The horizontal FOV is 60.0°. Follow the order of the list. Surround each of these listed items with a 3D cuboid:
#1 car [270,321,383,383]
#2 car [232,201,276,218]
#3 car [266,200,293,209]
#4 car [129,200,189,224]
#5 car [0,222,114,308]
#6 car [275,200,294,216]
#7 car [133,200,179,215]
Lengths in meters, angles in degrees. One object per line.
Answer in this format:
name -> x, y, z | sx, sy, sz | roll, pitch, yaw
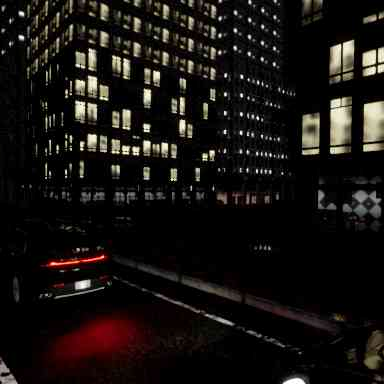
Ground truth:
car -> 2.438, 1.352, 1.316 | 2.097, 1.767, 4.553 | 0, 0, -41
car -> 6.135, 1.831, 33.907 | 4.829, 1.417, 1.752 | 1, 0, -40
car -> 13.468, 1.879, 51.131 | 4.313, 1.339, 1.947 | 1, 0, -40
car -> -2.590, 1.522, 26.495 | 5.009, 1.841, 2.192 | 1, 0, -40
car -> -3.657, 1.500, 8.097 | 1.837, 1.490, 4.892 | 0, 0, -41
car -> 10.304, 1.934, 37.449 | 4.206, 1.307, 1.802 | 1, 0, -40
car -> -3.850, 1.646, 36.421 | 4.829, 1.417, 1.752 | 1, 0, -40
